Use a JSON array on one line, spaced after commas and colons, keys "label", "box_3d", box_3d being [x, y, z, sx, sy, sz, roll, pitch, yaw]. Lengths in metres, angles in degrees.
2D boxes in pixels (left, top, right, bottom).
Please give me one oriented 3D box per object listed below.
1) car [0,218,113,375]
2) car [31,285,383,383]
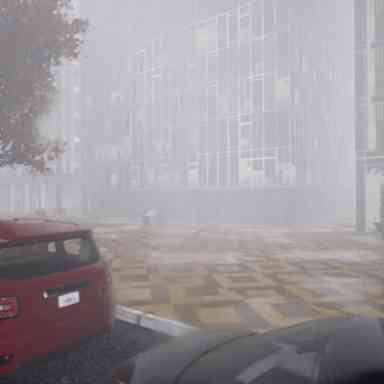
[{"label": "car", "box_3d": [-3.388, 1.358, 5.283, 5.009, 1.841, 2.192, -1, 0, 35]}, {"label": "car", "box_3d": [1.115, 1.567, 2.082, 4.313, 1.339, 1.947, -1, 0, 35]}]
